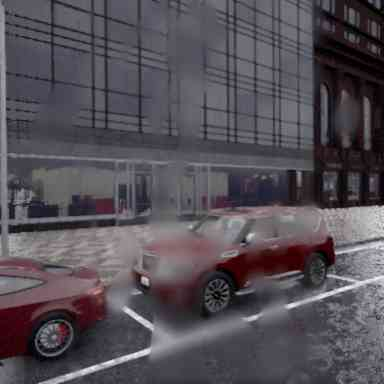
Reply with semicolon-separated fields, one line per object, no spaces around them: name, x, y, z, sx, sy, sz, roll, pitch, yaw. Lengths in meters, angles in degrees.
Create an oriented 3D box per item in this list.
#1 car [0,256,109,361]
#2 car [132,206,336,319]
car;-3.215;1.583;4.358;4.206;1.307;1.802;0;0;-36
car;1.199;1.285;7.509;5.009;1.841;2.192;0;0;-36
